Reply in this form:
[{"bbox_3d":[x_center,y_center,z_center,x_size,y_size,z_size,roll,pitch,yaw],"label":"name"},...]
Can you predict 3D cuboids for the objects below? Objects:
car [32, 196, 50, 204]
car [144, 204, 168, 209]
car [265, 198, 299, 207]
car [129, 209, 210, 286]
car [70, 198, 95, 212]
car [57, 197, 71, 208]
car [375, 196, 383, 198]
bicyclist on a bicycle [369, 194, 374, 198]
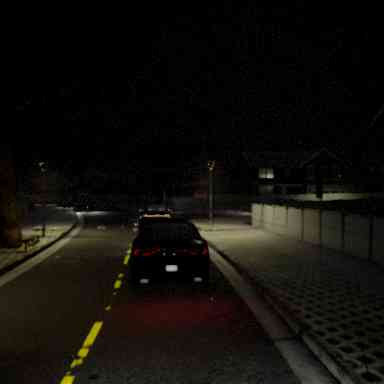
[{"bbox_3d":[-27.393,1.448,60.133,1.882,1.535,5.008,0,0,-42],"label":"car"},{"bbox_3d":[-2.170,1.471,20.059,2.128,1.511,4.902,0,0,-7],"label":"car"},{"bbox_3d":[8.513,1.291,32.305,5.357,1.411,2.033,-1,1,-12],"label":"car"},{"bbox_3d":[-0.695,1.471,9.534,1.882,1.535,5.008,0,0,-6],"label":"car"},{"bbox_3d":[-12.744,1.464,39.230,1.837,1.490,4.892,0,0,-28],"label":"car"},{"bbox_3d":[-18.218,1.481,48.503,1.812,1.442,4.674,0,0,-34],"label":"car"},{"bbox_3d":[22.131,0.770,35.426,5.566,2.045,2.150,-1,1,-14],"label":"car"},{"bbox_3d":[14.956,1.013,27.693,0.582,1.620,1.656,-1,0,-12],"label":"bicyclist on a bicycle"}]
